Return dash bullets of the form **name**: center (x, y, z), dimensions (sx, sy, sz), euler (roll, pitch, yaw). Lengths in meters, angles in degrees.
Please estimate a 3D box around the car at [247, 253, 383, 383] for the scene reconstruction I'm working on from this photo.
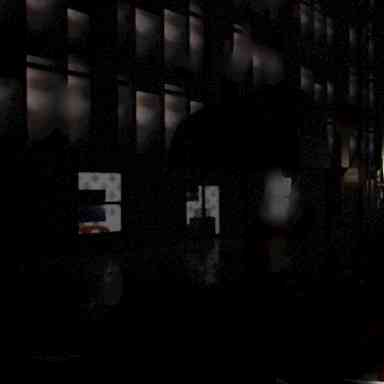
- **car**: center (2.687, 1.552, 4.368), dimensions (4.507, 1.381, 1.887), euler (0, -1, -36)

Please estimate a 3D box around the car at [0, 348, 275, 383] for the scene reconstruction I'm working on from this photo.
- **car**: center (-1.937, 1.564, 1.064), dimensions (4.313, 1.339, 1.947), euler (0, -1, -36)
